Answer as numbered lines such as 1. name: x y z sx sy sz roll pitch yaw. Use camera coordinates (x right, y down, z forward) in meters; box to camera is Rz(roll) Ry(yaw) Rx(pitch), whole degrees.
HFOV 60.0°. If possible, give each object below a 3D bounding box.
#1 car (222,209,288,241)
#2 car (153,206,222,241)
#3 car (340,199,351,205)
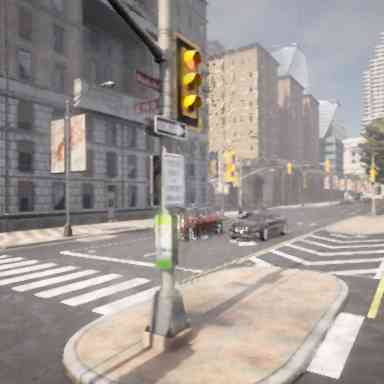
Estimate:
1. car: 3.776 1.733 18.248 1.837 1.490 4.892 -1 -1 35
2. car: -0.135 1.632 18.715 2.097 1.767 4.553 -1 -1 34
3. car: 36.884 2.330 79.877 1.895 1.301 4.718 -1 -1 34
